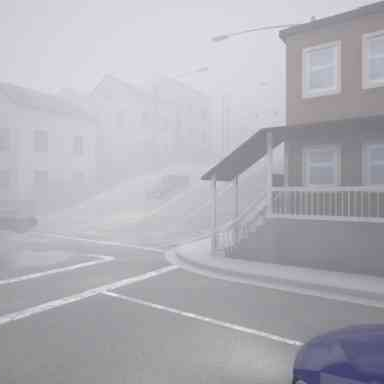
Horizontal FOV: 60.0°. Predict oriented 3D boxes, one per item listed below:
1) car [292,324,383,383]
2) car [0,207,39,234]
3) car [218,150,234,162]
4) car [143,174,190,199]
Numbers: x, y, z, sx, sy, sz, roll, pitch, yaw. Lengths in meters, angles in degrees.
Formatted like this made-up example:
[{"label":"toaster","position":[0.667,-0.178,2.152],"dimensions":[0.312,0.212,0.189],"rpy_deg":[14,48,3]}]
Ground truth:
[{"label":"car","position":[2.931,1.526,1.873],"dimensions":[4.674,1.442,1.812],"rpy_deg":[0,0,36]},{"label":"car","position":[-10.972,1.551,18.072],"dimensions":[4.902,1.511,2.128],"rpy_deg":[2,-1,-40]},{"label":"car","position":[4.833,-4.163,39.009],"dimensions":[1.812,1.442,4.674],"rpy_deg":[0,11,35]},{"label":"car","position":[-2.195,-0.595,28.911],"dimensions":[1.895,1.301,4.718],"rpy_deg":[0,21,34]}]
